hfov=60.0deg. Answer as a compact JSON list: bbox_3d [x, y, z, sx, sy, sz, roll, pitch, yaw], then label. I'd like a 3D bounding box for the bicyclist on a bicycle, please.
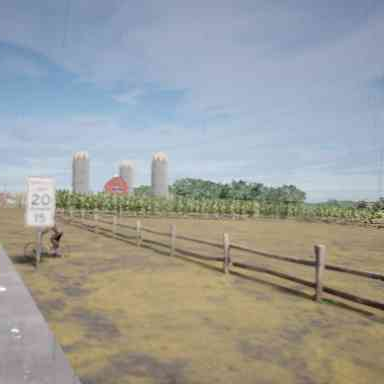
[{"bbox_3d":[-5.416,1.748,12.585,1.656,1.620,0.582,4,-3,-33],"label":"bicyclist on a bicycle"}]
